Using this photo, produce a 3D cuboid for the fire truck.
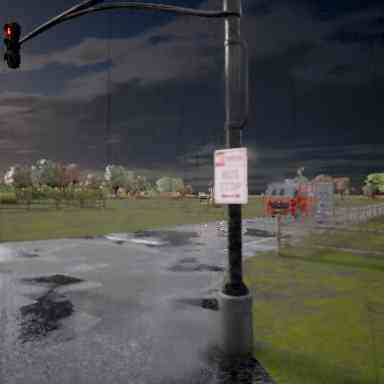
[{"bbox_3d":[10.886,0.786,35.726,2.891,3.827,8.468,-1,-1,36],"label":"fire truck"}]
